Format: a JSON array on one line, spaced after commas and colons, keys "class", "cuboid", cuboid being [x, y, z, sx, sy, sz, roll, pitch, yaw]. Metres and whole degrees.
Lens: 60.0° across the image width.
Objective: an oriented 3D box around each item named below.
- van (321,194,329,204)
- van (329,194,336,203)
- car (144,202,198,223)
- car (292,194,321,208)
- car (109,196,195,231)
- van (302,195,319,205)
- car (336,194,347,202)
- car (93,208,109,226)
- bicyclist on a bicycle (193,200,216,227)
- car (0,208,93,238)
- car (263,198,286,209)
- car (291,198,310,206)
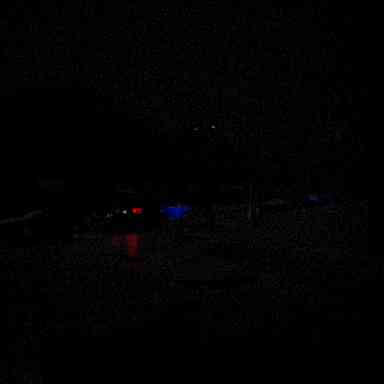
[{"class": "van", "cuboid": [23.856, 1.350, 62.410, 1.690, 1.788, 3.998, 0, 0, 36]}, {"class": "van", "cuboid": [27.035, 1.354, 66.854, 1.690, 1.788, 3.998, 0, 0, 36]}, {"class": "car", "cuboid": [-1.575, 1.563, 26.857, 1.887, 1.381, 4.507, 0, 0, 36]}, {"class": "car", "cuboid": [16.037, 1.490, 46.807, 2.128, 1.511, 4.902, 0, 0, 36]}, {"class": "car", "cuboid": [-2.282, 1.244, 21.390, 2.150, 2.045, 5.566, 0, 0, 37]}, {"class": "van", "cuboid": [20.677, 1.346, 57.966, 1.690, 1.788, 3.998, 0, 0, 36]}, {"class": "car", "cuboid": [33.393, 1.573, 75.743, 2.008, 1.369, 4.403, 0, 0, 36]}, {"class": "car", "cuboid": [-4.754, 1.464, 22.413, 1.967, 1.590, 4.097, 0, 0, 36]}, {"class": "bicyclist on a bicycle", "cuboid": [0.740, 1.322, 20.392, 1.656, 1.620, 0.582, 0, 0, 36]}, {"class": "car", "cuboid": [-7.931, 1.575, 17.968, 1.887, 1.381, 4.507, 0, 0, 36]}, {"class": "car", "cuboid": [11.042, 1.523, 44.496, 1.752, 1.417, 4.829, 0, 0, 36]}, {"class": "car", "cuboid": [17.497, 1.583, 53.521, 1.802, 1.307, 4.206, 0, 0, 36]}]
